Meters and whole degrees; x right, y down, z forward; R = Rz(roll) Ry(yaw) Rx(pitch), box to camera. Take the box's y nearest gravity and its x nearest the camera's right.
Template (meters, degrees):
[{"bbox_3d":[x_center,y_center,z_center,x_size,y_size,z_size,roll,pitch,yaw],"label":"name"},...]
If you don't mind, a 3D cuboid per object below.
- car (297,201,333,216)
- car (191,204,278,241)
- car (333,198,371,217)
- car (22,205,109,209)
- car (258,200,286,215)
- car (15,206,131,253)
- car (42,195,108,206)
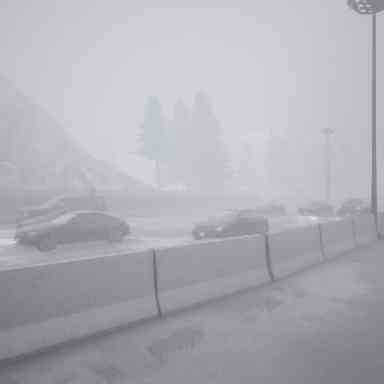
[{"bbox_3d":[12.256,1.547,32.683,2.033,1.411,5.357,0,0,42],"label":"car"},{"bbox_3d":[1.998,1.525,15.882,1.812,1.442,4.674,0,0,43],"label":"car"},{"bbox_3d":[14.989,1.351,30.488,2.097,1.767,4.553,0,0,42],"label":"car"},{"bbox_3d":[-6.607,1.564,17.074,4.181,1.385,1.994,0,0,-45],"label":"car"},{"bbox_3d":[7.627,1.525,32.747,1.812,1.442,4.674,0,0,42],"label":"car"},{"bbox_3d":[-4.794,1.525,13.976,4.674,1.442,1.812,0,0,-43],"label":"car"},{"bbox_3d":[-7.806,1.223,20.770,2.150,2.045,5.566,0,0,44],"label":"car"}]
